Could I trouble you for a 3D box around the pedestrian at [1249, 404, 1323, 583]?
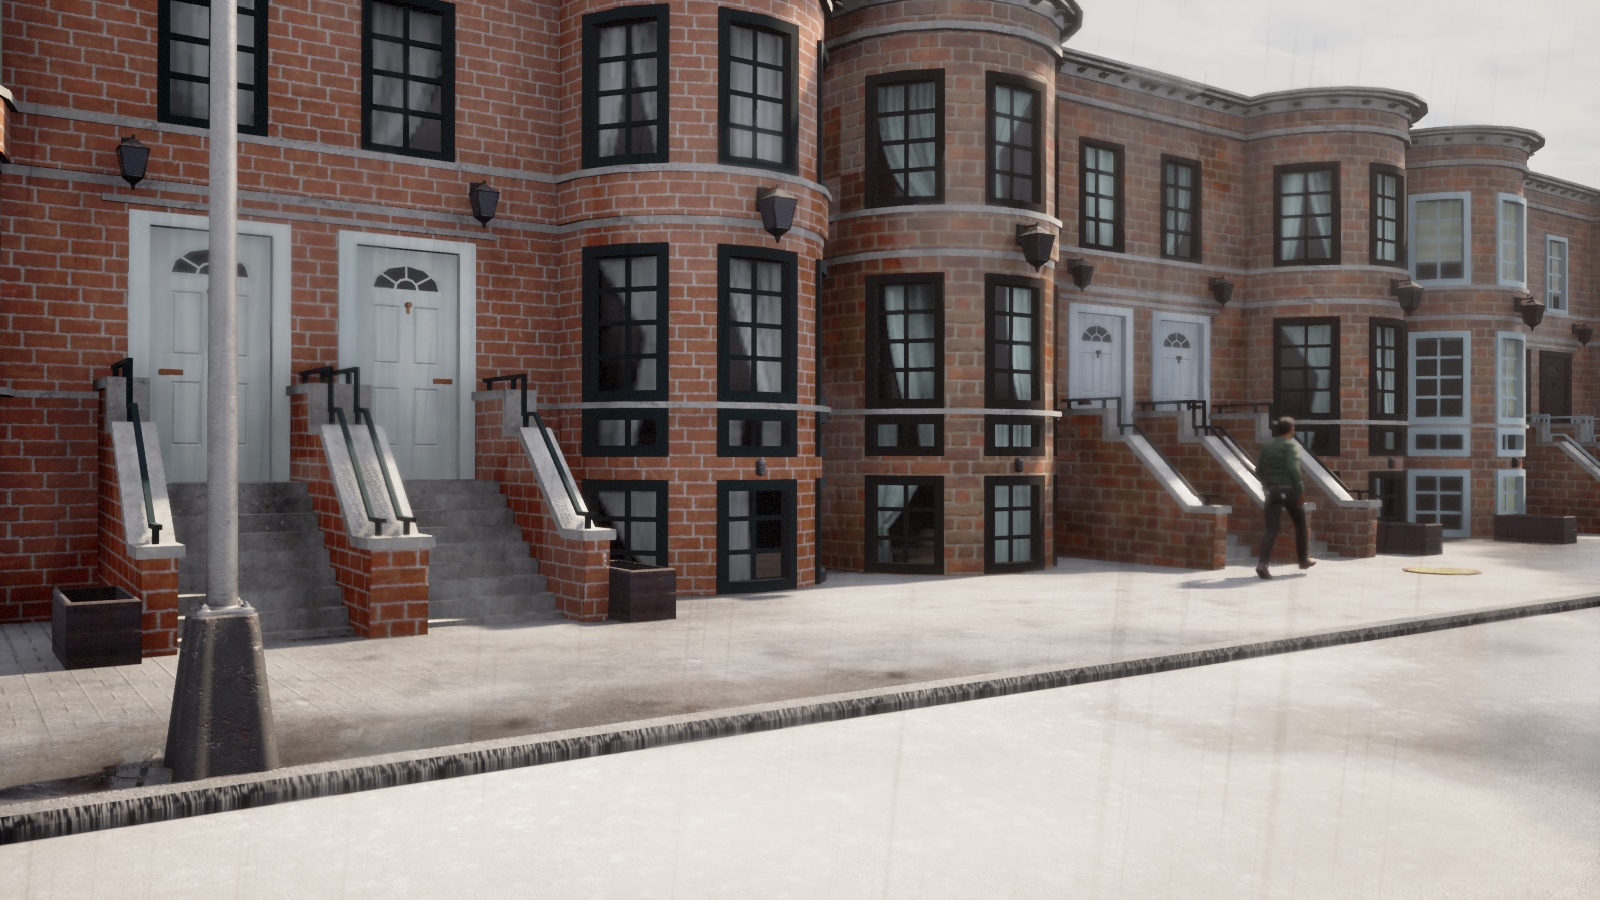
[{"bbox_3d":[5.450,0.476,14.073,0.788,1.949,0.423,0,0,-38],"label":"pedestrian"}]
